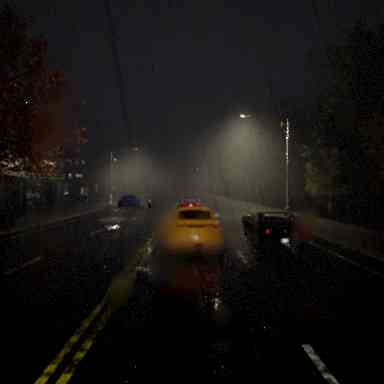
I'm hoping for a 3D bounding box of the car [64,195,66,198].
[{"bbox_3d":[-29.184,0.967,70.714,4.403,1.369,2.008,-1,2,-1],"label":"car"}]

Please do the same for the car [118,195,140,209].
[{"bbox_3d":[-6.916,1.034,36.815,1.882,1.535,5.008,0,0,-1],"label":"car"}]

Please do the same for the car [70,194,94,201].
[{"bbox_3d":[-20.710,1.070,62.343,4.313,1.339,1.947,-1,2,-1],"label":"car"}]

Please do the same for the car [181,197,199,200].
[{"bbox_3d":[-0.150,1.175,32.134,1.994,1.385,4.181,0,1,-1],"label":"car"}]

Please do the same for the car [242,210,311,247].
[{"bbox_3d":[3.334,1.428,14.153,1.895,1.301,4.718,0,1,0],"label":"car"}]

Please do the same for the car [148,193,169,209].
[{"bbox_3d":[-3.668,0.904,37.008,2.097,1.767,4.553,0,1,-1],"label":"car"}]

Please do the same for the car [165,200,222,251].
[{"bbox_3d":[0.086,1.314,13.386,1.882,1.535,5.008,0,1,0],"label":"car"}]
